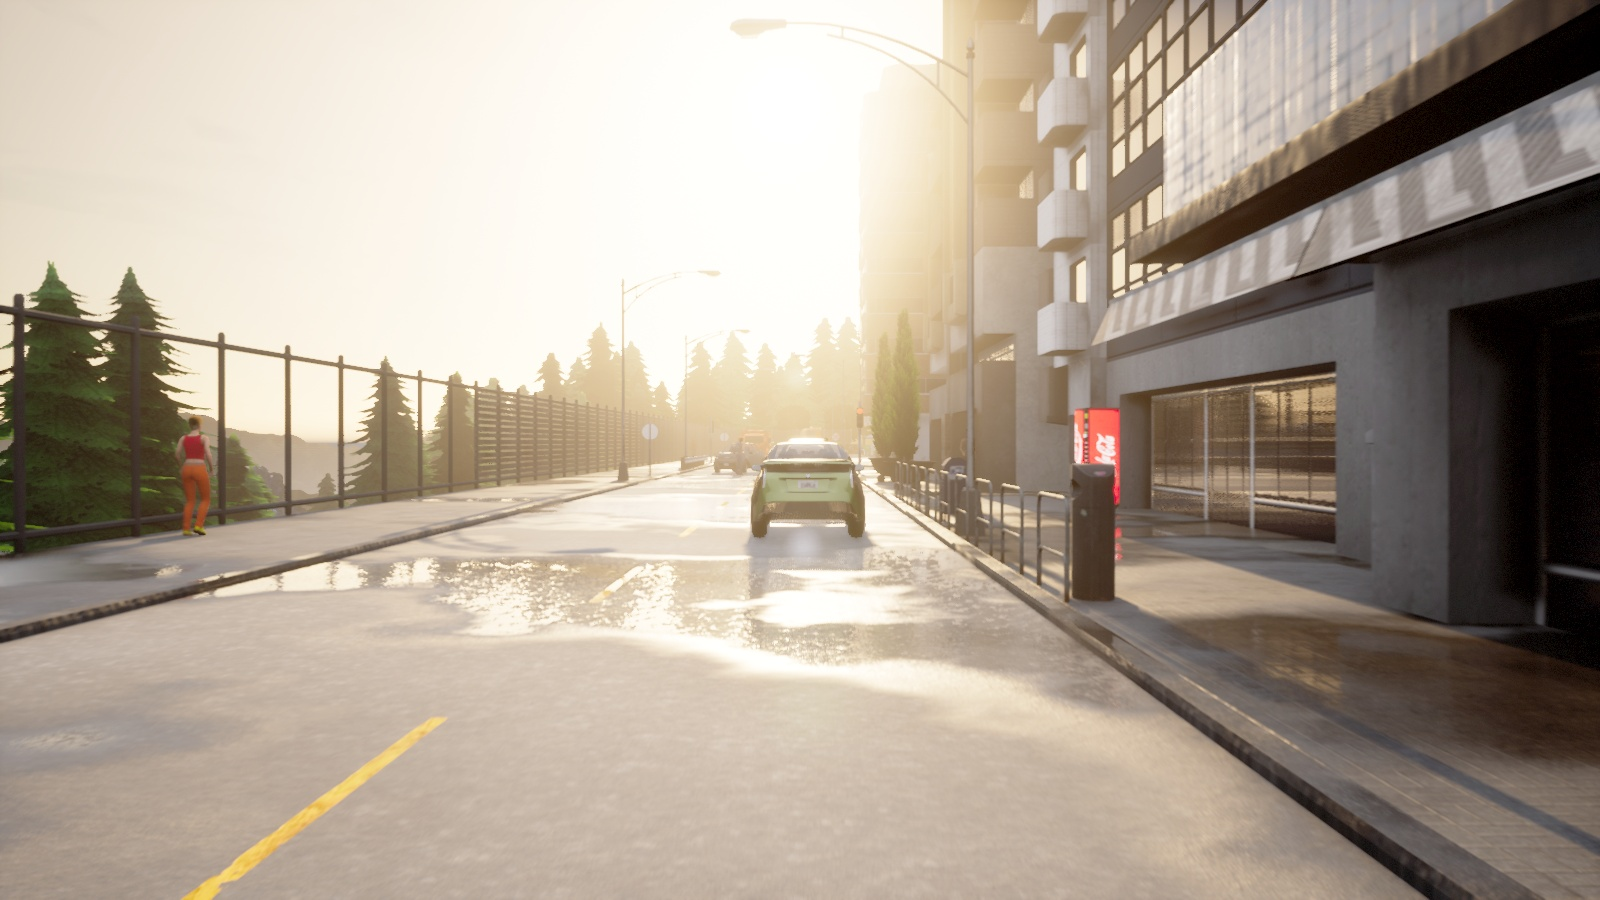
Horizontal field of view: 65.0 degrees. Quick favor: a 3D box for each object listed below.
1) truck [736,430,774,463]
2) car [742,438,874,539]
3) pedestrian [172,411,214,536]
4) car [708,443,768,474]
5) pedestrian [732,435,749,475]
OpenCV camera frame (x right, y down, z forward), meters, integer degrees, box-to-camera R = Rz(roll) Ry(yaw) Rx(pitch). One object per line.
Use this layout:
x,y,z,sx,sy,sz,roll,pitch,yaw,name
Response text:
-3.405,-0.287,96.455,2.627,2.467,5.204,0,0,1,truck
0.134,0.573,21.338,2.007,1.525,4.514,0,0,0,car
-9.066,0.343,18.769,0.345,1.836,0.594,0,0,0,pedestrian
-3.046,0.404,62.733,1.845,1.501,3.633,0,0,18,car
-2.746,0.221,57.614,0.706,1.836,0.354,0,0,18,pedestrian
